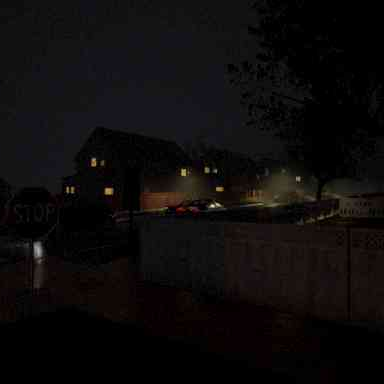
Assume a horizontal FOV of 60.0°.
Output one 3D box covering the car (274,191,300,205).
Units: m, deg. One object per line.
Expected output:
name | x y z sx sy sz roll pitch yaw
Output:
car | 12.162 0.655 42.481 2.097 1.767 4.553 2 2 36

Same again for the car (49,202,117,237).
car | -6.002 1.283 16.854 1.837 1.490 4.892 2 2 34

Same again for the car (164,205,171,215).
car | -0.023 1.220 25.364 1.895 1.301 4.718 2 2 35

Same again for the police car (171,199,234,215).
police car | 1.106 1.243 22.021 2.038 1.542 4.974 2 2 35
